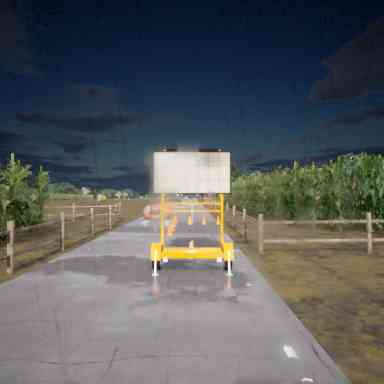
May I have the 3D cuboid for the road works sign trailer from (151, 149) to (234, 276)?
[{"bbox_3d":[0.007,0.465,10.347,2.380,3.560,2.880,0,0,0],"label":"road works sign trailer"}]

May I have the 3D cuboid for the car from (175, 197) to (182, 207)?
[{"bbox_3d":[-2.720,1.626,54.849,1.837,1.490,4.892,0,0,0],"label":"car"}]

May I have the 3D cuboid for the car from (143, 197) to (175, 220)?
[{"bbox_3d":[-2.833,1.375,28.364,2.097,1.767,4.553,0,0,0],"label":"car"}]
